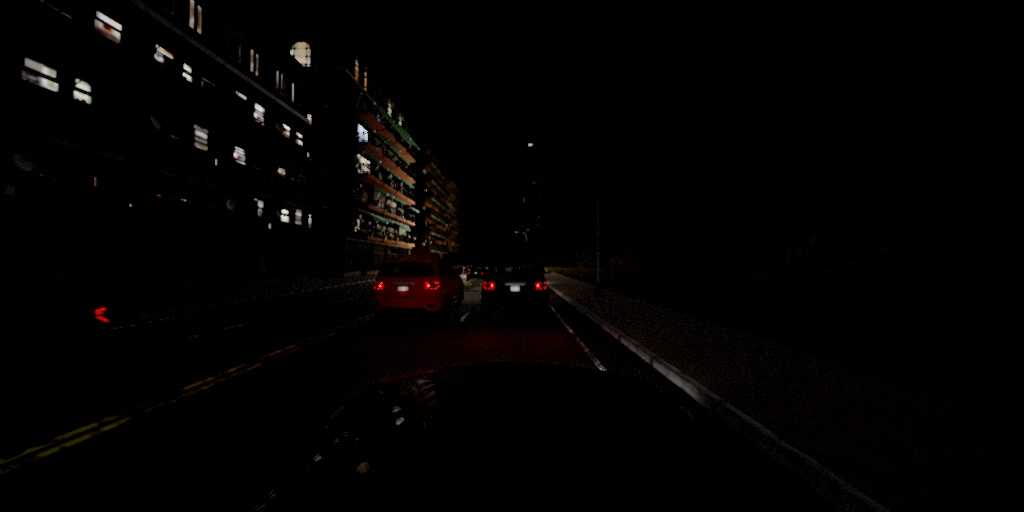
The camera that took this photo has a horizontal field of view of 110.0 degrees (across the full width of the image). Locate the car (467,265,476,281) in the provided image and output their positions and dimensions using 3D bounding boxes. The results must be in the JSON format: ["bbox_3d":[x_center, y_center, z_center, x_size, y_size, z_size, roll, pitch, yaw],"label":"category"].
[{"bbox_3d":[-3.159,1.580,33.867,2.033,1.411,5.357,0,0,0],"label":"car"}]

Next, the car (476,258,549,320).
[{"bbox_3d":[0.094,1.076,13.293,2.150,2.045,5.566,0,0,0],"label":"car"}]

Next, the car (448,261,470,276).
[{"bbox_3d":[-6.606,1.482,45.140,2.097,1.767,4.553,0,0,0],"label":"car"}]

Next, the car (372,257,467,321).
[{"bbox_3d":[-3.153,1.071,13.051,2.150,2.045,5.566,0,-1,0],"label":"car"}]

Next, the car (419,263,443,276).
[{"bbox_3d":[-9.857,1.625,44.031,1.837,1.490,4.892,0,0,0],"label":"car"}]

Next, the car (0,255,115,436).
[{"bbox_3d":[-6.599,0.979,2.595,2.150,2.045,5.566,0,-1,0],"label":"car"}]
